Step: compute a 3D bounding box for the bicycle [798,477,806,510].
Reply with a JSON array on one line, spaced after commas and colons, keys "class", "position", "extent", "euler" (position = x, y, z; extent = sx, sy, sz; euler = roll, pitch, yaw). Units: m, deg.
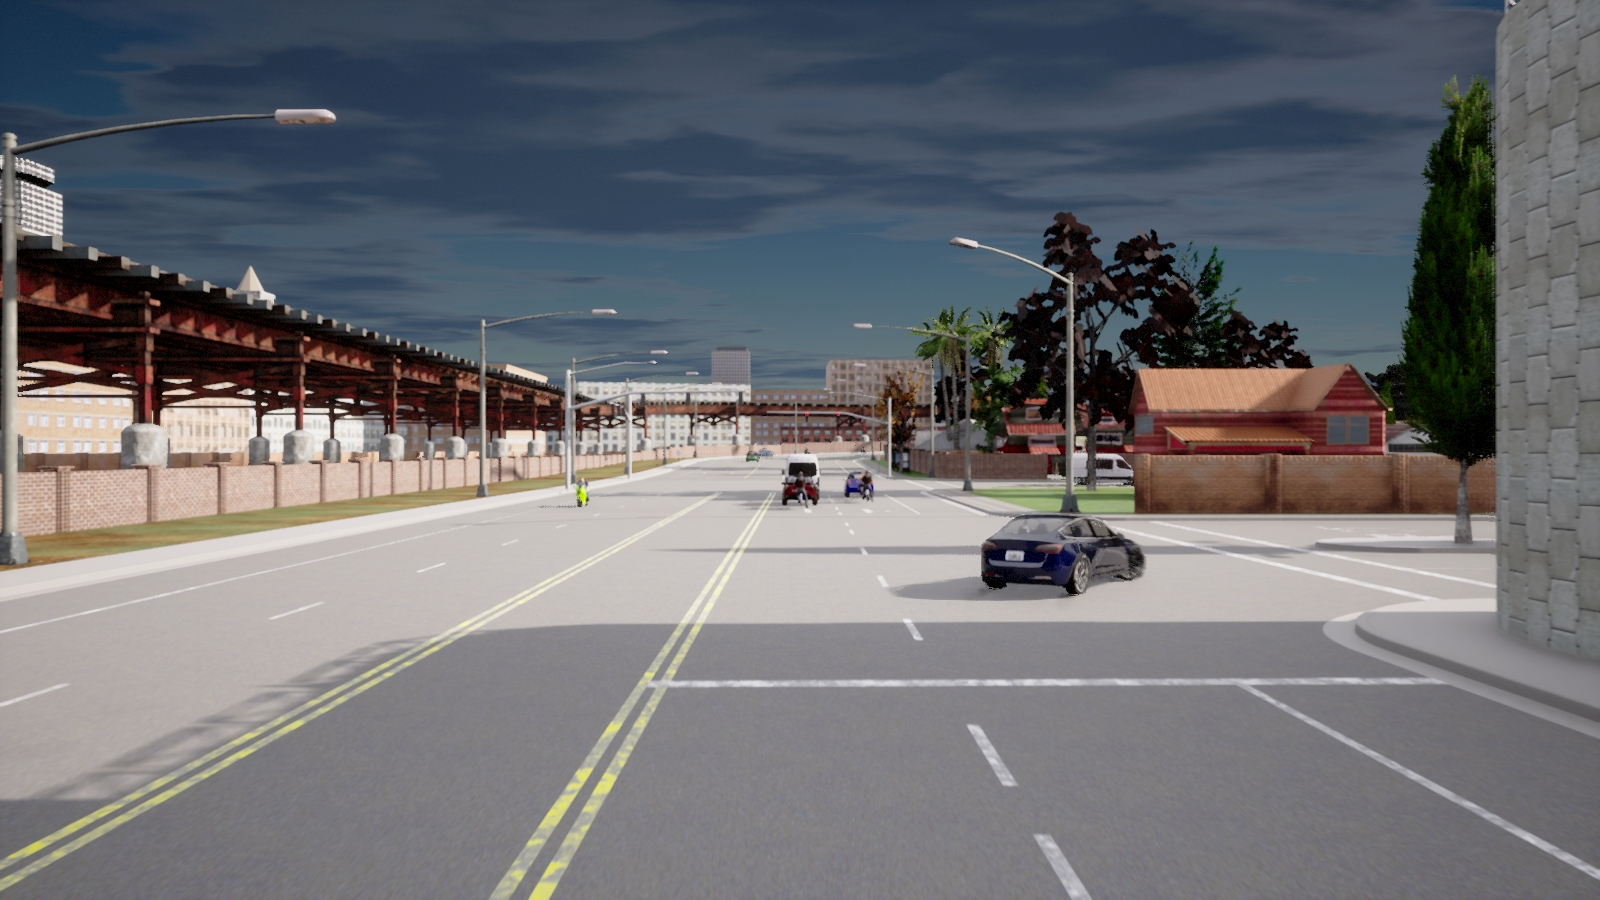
[{"class": "bicycle", "position": [0.078, 2.042, 53.730], "extent": [0.329, 1.496, 1.835], "euler": [-1, 0, 0]}]

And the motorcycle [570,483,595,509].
[{"class": "motorcycle", "position": [-10.469, 2.209, 55.132], "extent": [0.803, 1.145, 2.033], "euler": [0, 0, 0]}]

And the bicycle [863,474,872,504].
[{"class": "bicycle", "position": [3.539, 2.044, 60.013], "extent": [0.329, 1.496, 1.835], "euler": [0, 0, 0]}]

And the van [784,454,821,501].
[{"class": "van", "position": [0.101, 1.530, 65.916], "extent": [1.988, 2.561, 5.915], "euler": [0, 0, -1]}]

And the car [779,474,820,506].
[{"class": "car", "position": [-0.008, 2.036, 58.936], "extent": [2.007, 1.525, 4.514], "euler": [0, 0, 0]}]

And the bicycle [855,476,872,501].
[{"class": "bicycle", "position": [3.530, 2.141, 63.641], "extent": [0.859, 1.301, 1.487], "euler": [0, 0, -1]}]

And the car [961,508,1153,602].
[{"class": "car", "position": [5.422, 2.061, 23.643], "extent": [2.163, 1.488, 4.792], "euler": [0, 0, 36]}]

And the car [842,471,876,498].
[{"class": "car", "position": [3.500, 2.033, 68.236], "extent": [1.845, 1.501, 3.633], "euler": [0, 0, 0]}]
